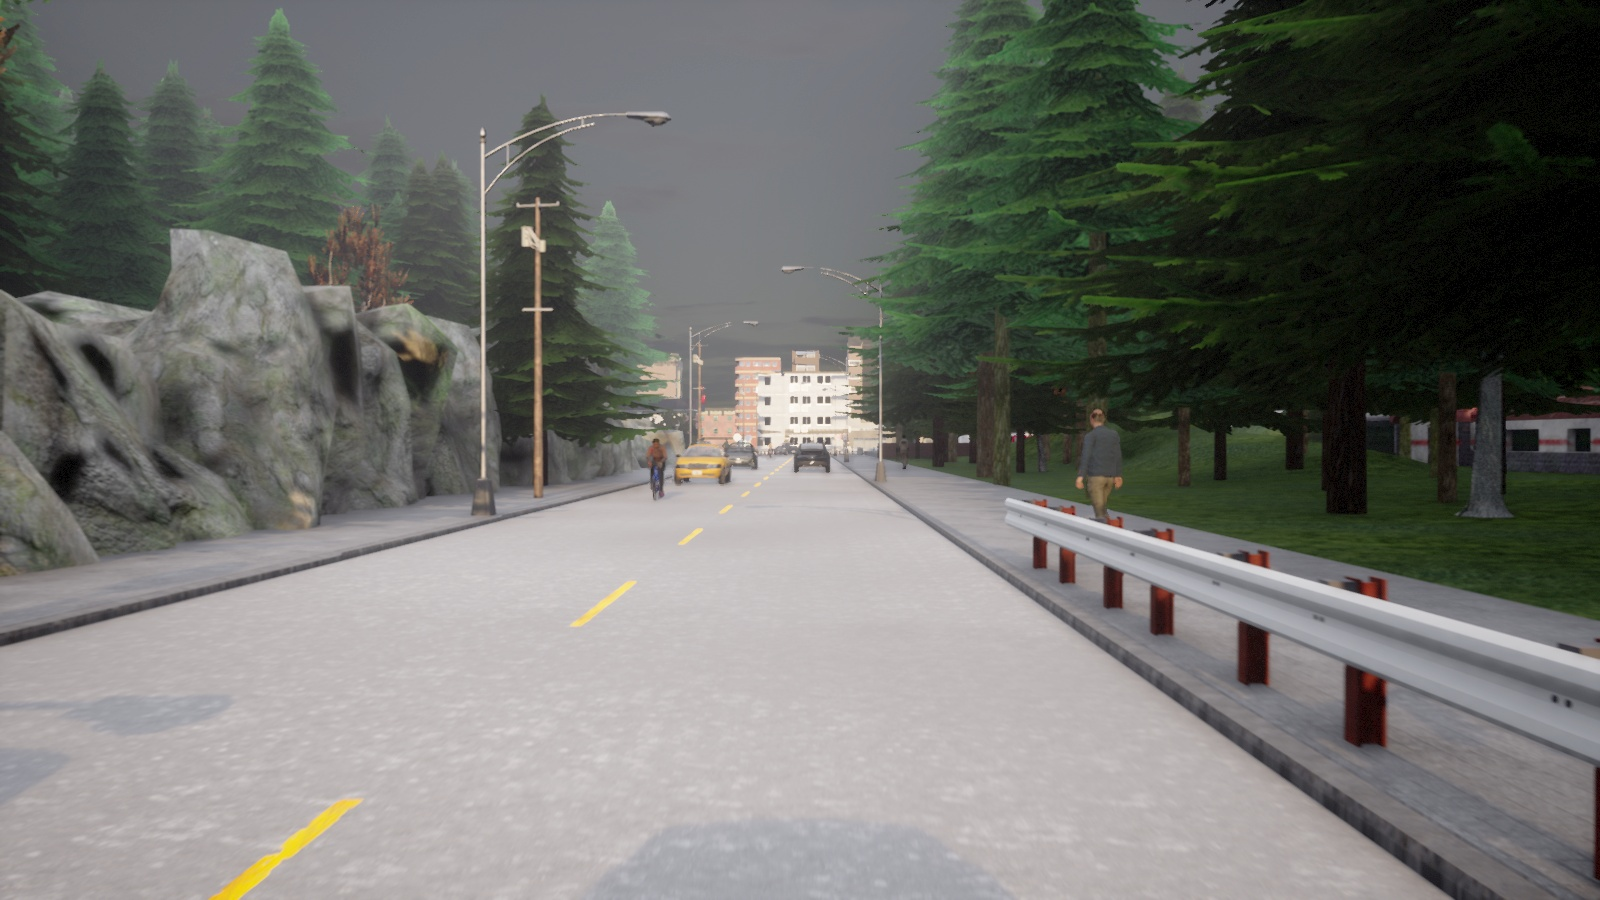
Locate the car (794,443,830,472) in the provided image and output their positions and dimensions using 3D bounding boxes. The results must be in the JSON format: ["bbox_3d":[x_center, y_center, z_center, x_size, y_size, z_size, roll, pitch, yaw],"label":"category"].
[{"bbox_3d":[0.632,0.380,65.886,1.837,1.490,4.892,0,0,1],"label":"car"}]

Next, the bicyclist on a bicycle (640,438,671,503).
[{"bbox_3d":[-3.699,0.514,32.274,0.582,1.620,1.656,0,1,1],"label":"bicyclist on a bicycle"}]

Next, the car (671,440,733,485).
[{"bbox_3d":[-3.562,0.421,46.367,1.801,1.575,5.366,0,0,1],"label":"car"}]

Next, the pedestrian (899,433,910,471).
[{"bbox_3d":[5.396,0.095,64.768,0.396,1.930,0.692,0,0,22],"label":"pedestrian"}]

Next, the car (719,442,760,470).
[{"bbox_3d":[-3.328,0.296,69.969,2.007,1.525,4.514,0,0,1],"label":"car"}]

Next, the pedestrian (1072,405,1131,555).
[{"bbox_3d":[3.808,0.370,15.887,0.402,1.842,0.726,0,0,-18],"label":"pedestrian"}]
